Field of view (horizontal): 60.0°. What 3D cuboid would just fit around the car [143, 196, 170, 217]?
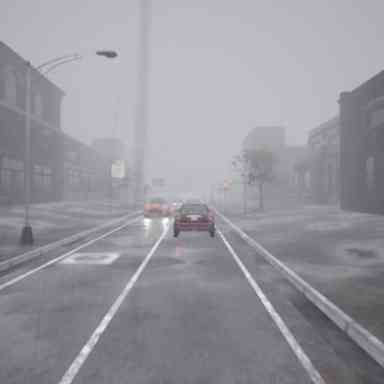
[{"bbox_3d":[-3.075,1.293,29.977,2.097,1.767,4.553,0,0,0],"label":"car"}]

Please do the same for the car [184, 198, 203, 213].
[{"bbox_3d":[0.113,1.457,36.690,2.033,1.411,5.357,0,0,-1],"label":"car"}]

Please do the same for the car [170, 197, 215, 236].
[{"bbox_3d":[0.112,1.329,18.540,2.097,1.767,4.553,0,0,0],"label":"car"}]
